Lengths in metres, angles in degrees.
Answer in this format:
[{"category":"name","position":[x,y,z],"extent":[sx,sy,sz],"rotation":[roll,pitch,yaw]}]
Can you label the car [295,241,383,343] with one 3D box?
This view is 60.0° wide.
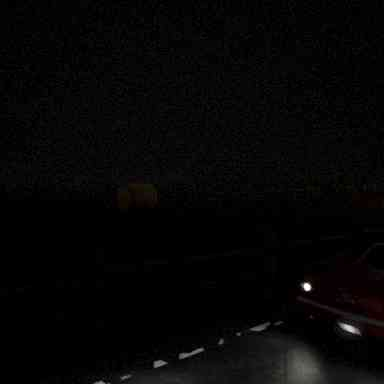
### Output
[{"category":"car","position":[3.972,1.558,5.871],"extent":[4.718,1.301,1.895],"rotation":[-1,0,-35]}]
